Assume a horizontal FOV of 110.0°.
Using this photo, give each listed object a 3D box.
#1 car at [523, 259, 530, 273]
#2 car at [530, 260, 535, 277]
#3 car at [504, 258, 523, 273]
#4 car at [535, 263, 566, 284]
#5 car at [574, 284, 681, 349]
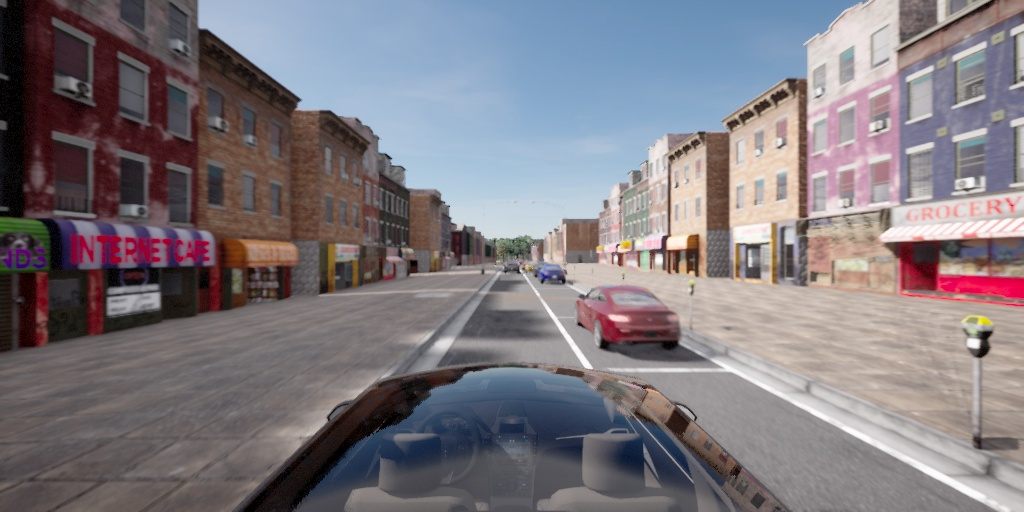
[{"bbox_3d":[2.626,1.417,47.326,1.751,1.417,4.829,0,0,0],"label":"car"},{"bbox_3d":[3.016,1.361,34.795,1.812,1.442,4.674,0,0,0],"label":"car"},{"bbox_3d":[-0.002,1.382,45.367,2.128,1.511,4.902,0,0,0],"label":"car"},{"bbox_3d":[3.017,1.335,27.795,1.812,1.442,4.674,0,0,0],"label":"car"},{"bbox_3d":[2.636,1.342,8.889,1.802,1.307,4.207,0,0,0],"label":"car"}]
